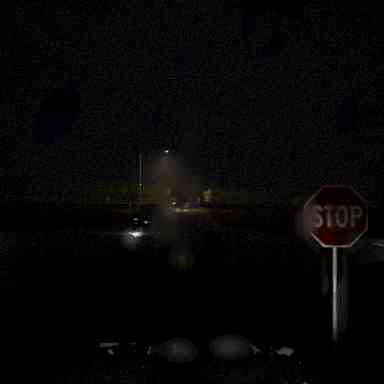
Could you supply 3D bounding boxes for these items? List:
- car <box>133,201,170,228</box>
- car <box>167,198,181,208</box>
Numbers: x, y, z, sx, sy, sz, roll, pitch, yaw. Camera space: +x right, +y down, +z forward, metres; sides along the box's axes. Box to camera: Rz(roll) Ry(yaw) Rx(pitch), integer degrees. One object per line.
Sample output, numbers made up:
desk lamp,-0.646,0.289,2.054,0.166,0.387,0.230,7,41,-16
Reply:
car,-2.765,1.579,22.390,1.837,1.490,4.892,0,0,0
car,-2.785,1.656,52.567,2.128,1.511,4.902,0,0,0
